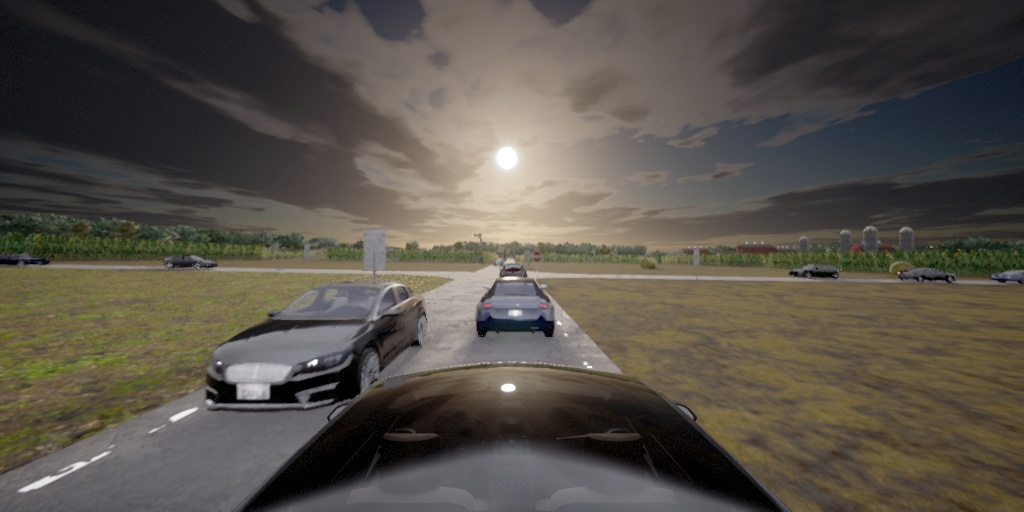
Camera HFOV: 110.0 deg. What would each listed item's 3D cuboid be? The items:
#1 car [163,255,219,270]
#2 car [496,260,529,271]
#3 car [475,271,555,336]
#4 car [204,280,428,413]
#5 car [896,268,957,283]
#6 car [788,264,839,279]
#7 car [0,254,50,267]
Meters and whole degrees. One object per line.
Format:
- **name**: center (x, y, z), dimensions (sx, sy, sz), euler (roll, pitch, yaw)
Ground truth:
- **car**: center (-33.534, 0.646, 37.501), dimensions (4.892, 1.490, 1.837), euler (1, 0, 0)
- **car**: center (0.121, 1.212, 24.906), dimensions (1.837, 1.490, 4.892), euler (0, -1, 1)
- **car**: center (0.086, 1.288, 10.297), dimensions (1.994, 1.385, 4.181), euler (0, 0, 0)
- **car**: center (-2.849, 1.226, 6.405), dimensions (2.128, 1.511, 4.902), euler (0, 0, 0)
- **car**: center (43.356, 1.978, 37.528), dimensions (4.902, 1.511, 2.128), euler (1, 0, 2)
- **car**: center (33.922, 1.672, 40.395), dimensions (4.553, 1.767, 2.097), euler (1, 0, 0)
- **car**: center (-51.793, 0.468, 37.605), dimensions (4.718, 1.301, 1.895), euler (1, 0, 0)
